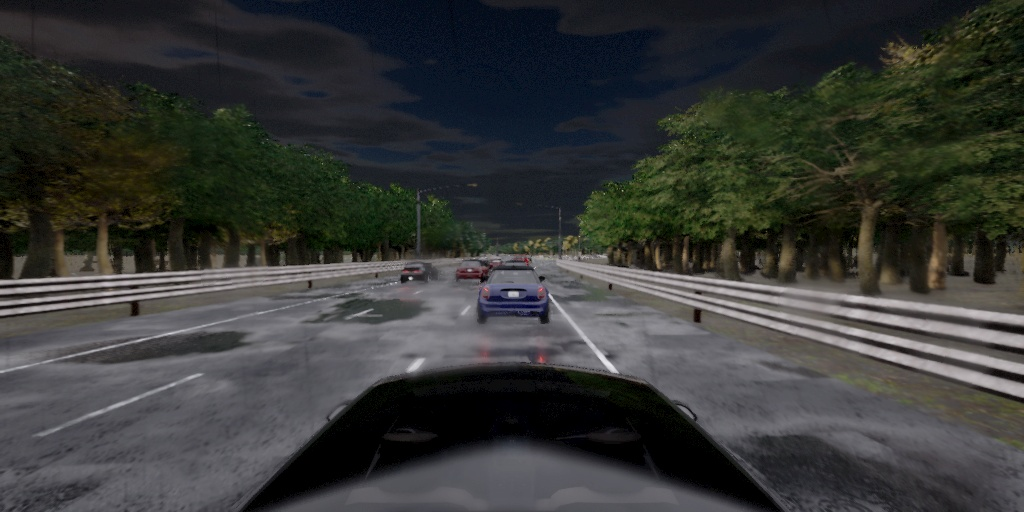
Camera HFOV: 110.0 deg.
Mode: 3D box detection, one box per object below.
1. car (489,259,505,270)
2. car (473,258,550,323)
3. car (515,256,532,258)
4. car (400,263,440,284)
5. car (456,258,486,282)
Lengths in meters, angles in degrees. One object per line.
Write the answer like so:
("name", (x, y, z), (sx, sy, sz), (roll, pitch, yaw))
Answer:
("car", (-2.135, 1.170, 51.315), (1.812, 1.442, 4.674), (0, 0, 3))
("car", (0.066, 1.089, 12.164), (2.097, 1.767, 4.553), (0, 0, 1))
("car", (0.260, 1.068, 23.660), (2.097, 1.767, 4.553), (0, 0, 1))
("car", (-6.597, 1.210, 26.043), (1.837, 1.490, 4.892), (0, 0, 1))
("car", (-3.019, 1.055, 28.278), (2.097, 1.767, 4.553), (0, 0, 1))
